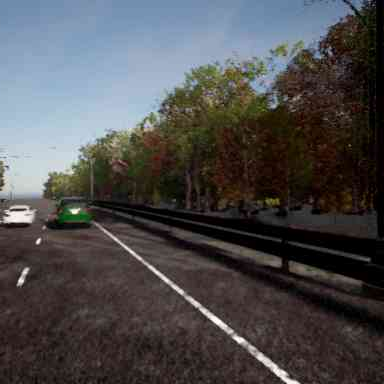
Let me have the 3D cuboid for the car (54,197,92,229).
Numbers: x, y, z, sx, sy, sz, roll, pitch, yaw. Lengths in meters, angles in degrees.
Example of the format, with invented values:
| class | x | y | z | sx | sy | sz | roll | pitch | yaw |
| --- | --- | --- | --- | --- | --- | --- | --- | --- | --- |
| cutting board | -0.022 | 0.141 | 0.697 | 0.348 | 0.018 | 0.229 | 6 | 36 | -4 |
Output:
| class | x | y | z | sx | sy | sz | roll | pitch | yaw |
| --- | --- | --- | --- | --- | --- | --- | --- | --- | --- |
| car | -8.328 | 1.374 | 23.302 | 2.150 | 2.045 | 5.566 | 0 | 0 | -22 |

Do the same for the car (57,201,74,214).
| class | x | y | z | sx | sy | sz | roll | pitch | yaw |
| --- | --- | --- | --- | --- | --- | --- | --- | --- | --- |
| car | -15.399 | 1.833 | 40.419 | 1.812 | 1.442 | 4.674 | 0 | 0 | -23 |

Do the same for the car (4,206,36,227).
| class | x | y | z | sx | sy | sz | roll | pitch | yaw |
| --- | --- | --- | --- | --- | --- | --- | --- | --- | --- |
| car | -12.526 | 1.720 | 24.359 | 1.812 | 1.442 | 4.674 | 0 | 0 | -22 |
